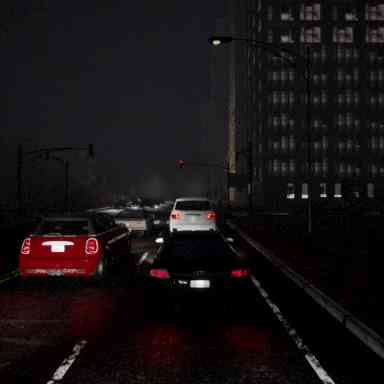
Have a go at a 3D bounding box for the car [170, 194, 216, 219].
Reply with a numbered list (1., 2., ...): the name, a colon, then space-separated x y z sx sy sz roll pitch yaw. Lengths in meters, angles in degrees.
1. car: 0.036 1.248 17.217 2.150 2.045 5.566 0 0 0

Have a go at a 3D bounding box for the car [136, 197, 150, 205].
1. car: -10.010 1.764 67.856 2.128 1.511 4.902 0 0 0

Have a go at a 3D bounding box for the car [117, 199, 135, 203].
1. car: -10.021 1.755 48.658 1.895 1.301 4.718 0 0 0

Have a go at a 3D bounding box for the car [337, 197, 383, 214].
1. car: 16.208 1.377 30.126 4.829 1.417 1.752 0 -1 -1

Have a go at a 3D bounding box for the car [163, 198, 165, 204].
1. car: -6.759 1.814 70.200 2.128 1.511 4.902 0 0 0

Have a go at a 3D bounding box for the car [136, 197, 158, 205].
1. car: -6.773 1.668 50.474 1.837 1.490 4.892 0 0 0

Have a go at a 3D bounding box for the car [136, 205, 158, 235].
1. car: -3.225 1.631 18.903 1.895 1.301 4.718 0 0 -1

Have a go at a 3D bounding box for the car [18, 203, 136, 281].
1. car: -3.186 1.362 10.008 2.097 1.767 4.553 0 0 0

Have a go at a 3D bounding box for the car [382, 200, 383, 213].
1. car: 23.596 1.529 35.661 5.357 1.411 2.033 0 -2 -1

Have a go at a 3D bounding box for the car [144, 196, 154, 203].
1. car: -10.039 1.821 78.130 1.882 1.535 5.008 0 0 0

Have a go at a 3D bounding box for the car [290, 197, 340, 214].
1. car: 13.325 1.581 35.498 5.357 1.411 2.033 0 -2 -1

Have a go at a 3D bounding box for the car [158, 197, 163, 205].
1. car: -6.785 1.818 59.730 1.895 1.301 4.718 0 0 0

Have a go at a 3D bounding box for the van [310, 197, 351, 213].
1. van: 15.797 1.443 38.147 3.998 1.788 1.690 0 -1 -1

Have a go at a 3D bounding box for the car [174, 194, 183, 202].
1. car: -3.581 1.550 89.372 2.150 2.045 5.566 0 -1 0

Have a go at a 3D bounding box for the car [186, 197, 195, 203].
1. car: -0.292 1.893 78.929 2.033 1.411 5.357 0 -1 0

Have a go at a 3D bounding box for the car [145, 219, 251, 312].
1. car: 0.086 1.571 7.803 1.994 1.385 4.181 0 0 -2

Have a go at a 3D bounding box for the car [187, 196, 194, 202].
1. car: -0.331 1.802 89.352 1.882 1.535 5.008 0 -1 0

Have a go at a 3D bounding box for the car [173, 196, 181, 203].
1. car: -3.542 1.831 78.918 1.882 1.535 5.008 0 -1 0
